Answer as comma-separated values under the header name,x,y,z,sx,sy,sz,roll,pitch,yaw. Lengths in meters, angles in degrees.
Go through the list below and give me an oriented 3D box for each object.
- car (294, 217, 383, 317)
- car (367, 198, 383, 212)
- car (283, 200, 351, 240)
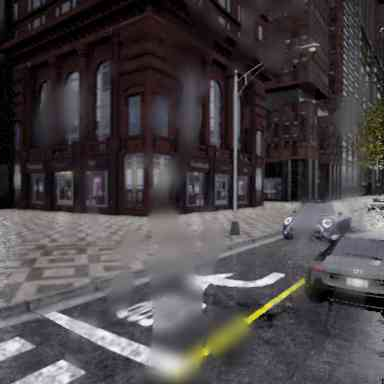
name,x,y,z,sx,sy,sz,roll,pitch,yaw
car,3.974,1.498,7.285,1.994,1.385,4.181,1,1,36
car,19.028,1.311,33.562,1.895,1.301,4.718,1,1,36
car,5.809,1.208,15.170,2.097,1.767,4.553,1,1,36
